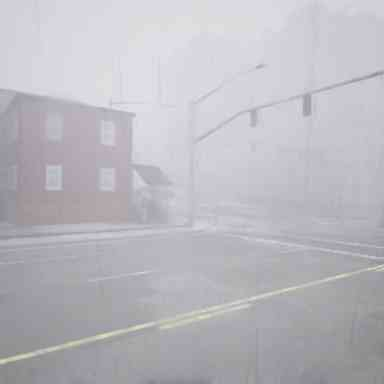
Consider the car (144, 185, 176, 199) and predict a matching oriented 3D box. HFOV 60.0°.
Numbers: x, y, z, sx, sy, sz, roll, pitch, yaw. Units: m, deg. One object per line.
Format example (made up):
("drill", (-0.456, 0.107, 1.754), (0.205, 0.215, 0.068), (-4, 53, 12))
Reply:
("car", (-4.059, -0.143, 40.979), (2.033, 1.411, 5.357), (1, 10, -36))
